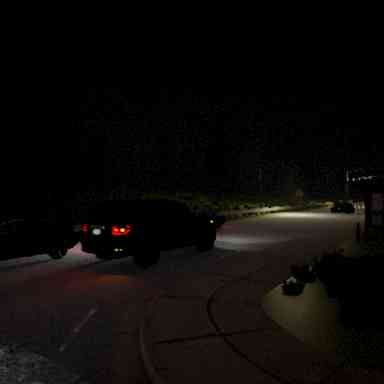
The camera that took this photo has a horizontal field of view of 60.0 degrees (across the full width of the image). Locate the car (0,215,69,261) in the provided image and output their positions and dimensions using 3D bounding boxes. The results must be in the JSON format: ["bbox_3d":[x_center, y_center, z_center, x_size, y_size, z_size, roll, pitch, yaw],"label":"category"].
[{"bbox_3d":[-6.113,1.550,10.811,2.128,1.511,4.902,0,0,34],"label":"car"}]

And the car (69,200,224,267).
[{"bbox_3d":[-1.276,1.291,12.038,2.150,2.045,5.566,-1,-1,35],"label":"car"}]

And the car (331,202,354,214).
[{"bbox_3d":[17.664,1.813,39.020,1.994,1.385,4.181,0,0,35],"label":"car"}]
